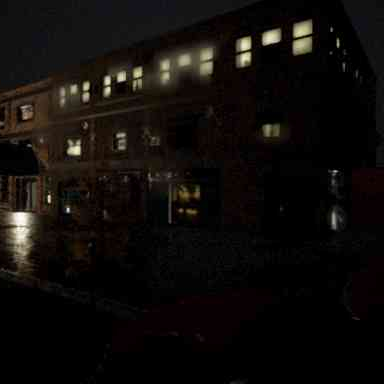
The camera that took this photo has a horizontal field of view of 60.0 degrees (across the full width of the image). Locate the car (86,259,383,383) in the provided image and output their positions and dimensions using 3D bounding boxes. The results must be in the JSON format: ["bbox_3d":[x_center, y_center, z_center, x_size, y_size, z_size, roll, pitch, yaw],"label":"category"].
[{"bbox_3d":[1.547,1.318,1.756,5.009,1.841,2.192,0,1,36],"label":"car"}]
